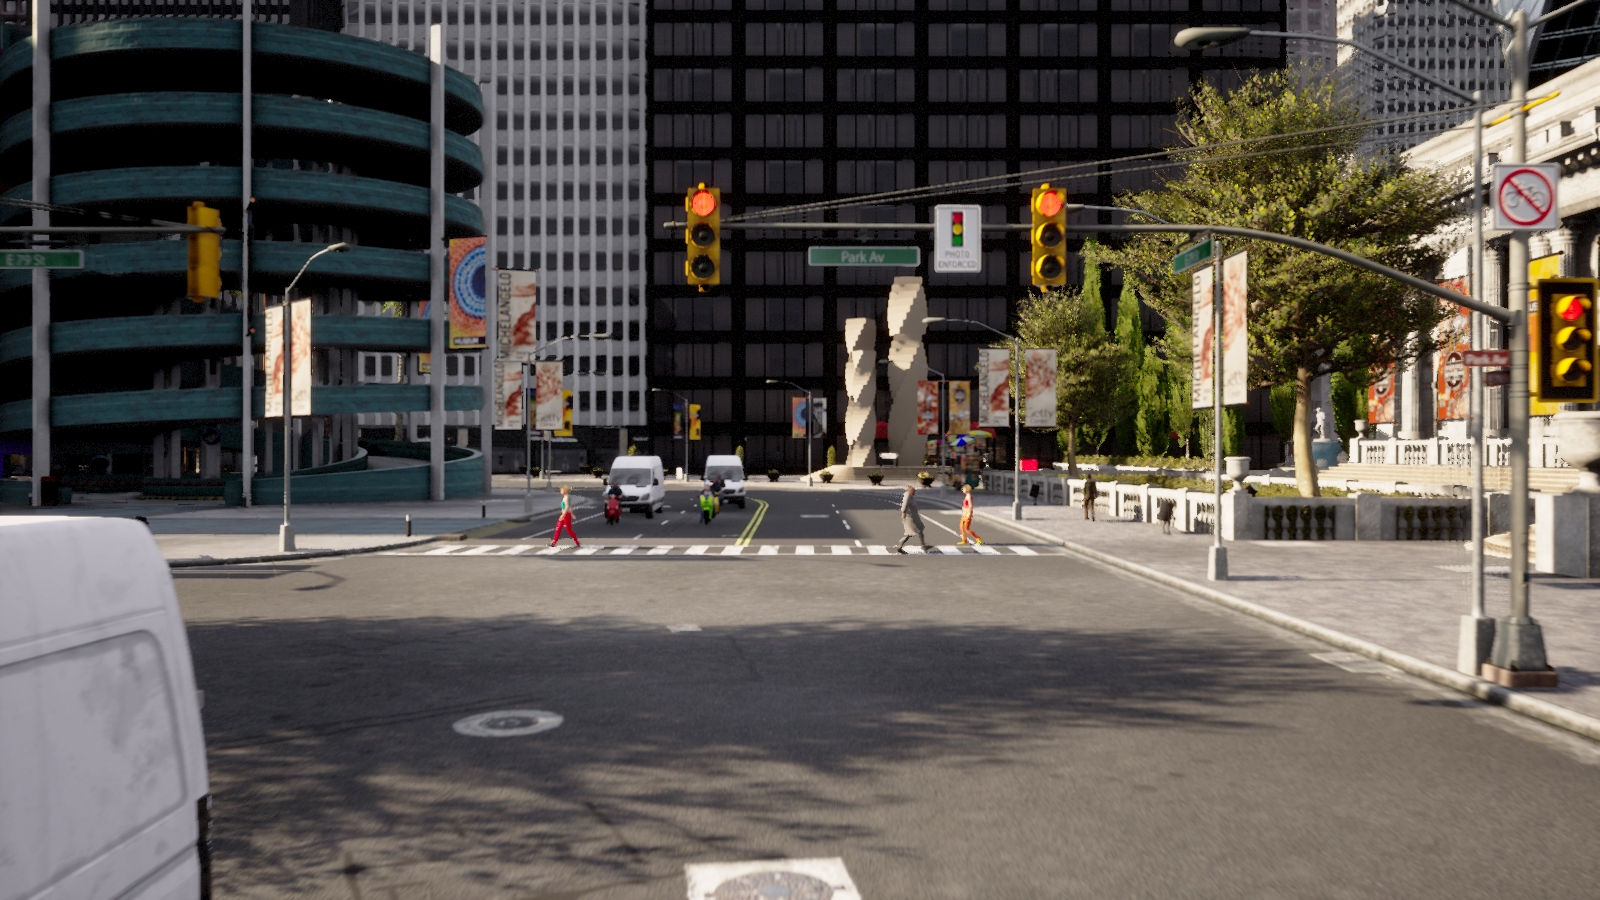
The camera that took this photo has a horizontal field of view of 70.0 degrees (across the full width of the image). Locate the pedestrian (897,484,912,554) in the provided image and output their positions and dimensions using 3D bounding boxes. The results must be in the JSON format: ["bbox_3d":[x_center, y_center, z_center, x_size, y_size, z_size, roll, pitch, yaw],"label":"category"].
[{"bbox_3d":[2.817,1.860,30.763,0.375,1.860,0.375,0,0,2],"label":"pedestrian"}]

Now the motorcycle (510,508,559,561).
[{"bbox_3d":[-6.927,2.193,29.885,0.856,1.236,1.805,0,0,0],"label":"motorcycle"}]

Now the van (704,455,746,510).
[{"bbox_3d":[-3.804,1.556,56.930,1.988,2.561,5.915,0,0,-5],"label":"van"}]

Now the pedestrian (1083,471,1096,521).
[{"bbox_3d":[10.767,1.712,42.510,0.375,1.860,0.375,0,0,-5],"label":"pedestrian"}]

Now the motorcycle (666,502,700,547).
[{"bbox_3d":[-3.468,2.195,33.959,0.856,1.236,1.805,0,0,-1],"label":"motorcycle"}]

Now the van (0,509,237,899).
[{"bbox_3d":[-3.509,1.536,2.145,1.988,2.561,5.915,0,0,0],"label":"van"}]

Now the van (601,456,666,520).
[{"bbox_3d":[-7.064,1.553,49.046,1.988,2.561,5.915,0,0,-1],"label":"van"}]

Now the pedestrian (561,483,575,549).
[{"bbox_3d":[-6.593,1.861,32.451,0.375,1.860,0.375,0,0,-13],"label":"pedestrian"}]

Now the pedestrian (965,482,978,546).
[{"bbox_3d":[5.009,1.861,33.385,0.375,1.860,0.375,0,0,9],"label":"pedestrian"}]

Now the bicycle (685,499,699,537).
[{"bbox_3d":[-3.553,2.224,37.598,0.329,1.171,1.835,0,0,-1],"label":"bicycle"}]
